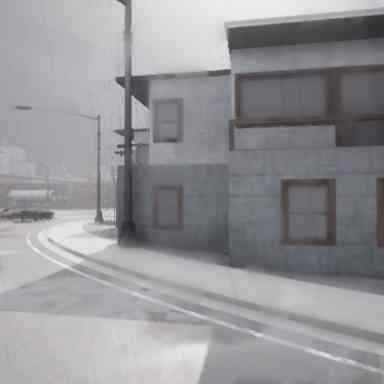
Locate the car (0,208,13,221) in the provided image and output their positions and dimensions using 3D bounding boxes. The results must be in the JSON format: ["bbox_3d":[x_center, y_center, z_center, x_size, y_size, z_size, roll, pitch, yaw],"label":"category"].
[{"bbox_3d":[-21.205,2.594,39.147,1.812,1.442,4.674,0,-2,5],"label":"car"}]

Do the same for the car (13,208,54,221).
[{"bbox_3d":[-17.496,2.511,37.726,2.128,1.511,4.902,0,-2,5],"label":"car"}]
